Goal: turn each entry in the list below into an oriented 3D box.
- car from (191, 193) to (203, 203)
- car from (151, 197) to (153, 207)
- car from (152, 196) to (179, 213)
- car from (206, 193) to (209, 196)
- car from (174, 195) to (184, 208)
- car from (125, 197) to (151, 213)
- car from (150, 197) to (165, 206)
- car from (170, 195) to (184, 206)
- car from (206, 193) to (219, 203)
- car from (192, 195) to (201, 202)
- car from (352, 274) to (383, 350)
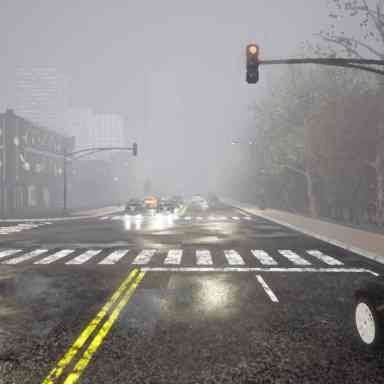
[{"bbox_3d":[1.083,1.197,66.110,2.150,2.045,5.566,0,0,1],"label":"car"},{"bbox_3d":[-5.905,1.462,45.856,1.882,1.535,5.008,0,0,1],"label":"car"},{"bbox_3d":[-2.846,1.481,36.588,2.128,1.511,4.902,0,0,-2],"label":"car"},{"bbox_3d":[4.387,1.194,76.609,2.150,2.045,5.566,0,0,1],"label":"car"},{"bbox_3d":[-2.651,1.476,46.181,2.128,1.511,4.902,0,0,1],"label":"car"},{"bbox_3d":[-6.064,1.481,36.262,2.128,1.511,4.902,0,0,-1],"label":"car"},{"bbox_3d":[-5.739,1.544,55.907,1.994,1.385,4.181,0,0,2],"label":"car"},{"bbox_3d":[-2.496,1.332,56.472,2.097,1.767,4.553,0,0,1],"label":"car"},{"bbox_3d":[4.332,1.480,66.146,1.837,1.490,4.892,0,0,1],"label":"car"},{"bbox_3d":[1.137,1.509,76.734,2.033,1.411,5.357,0,0,1],"label":"car"},{"bbox_3d":[3.394,1.477,3.191,1.882,1.535,5.008,0,0,1],"label":"car"}]
